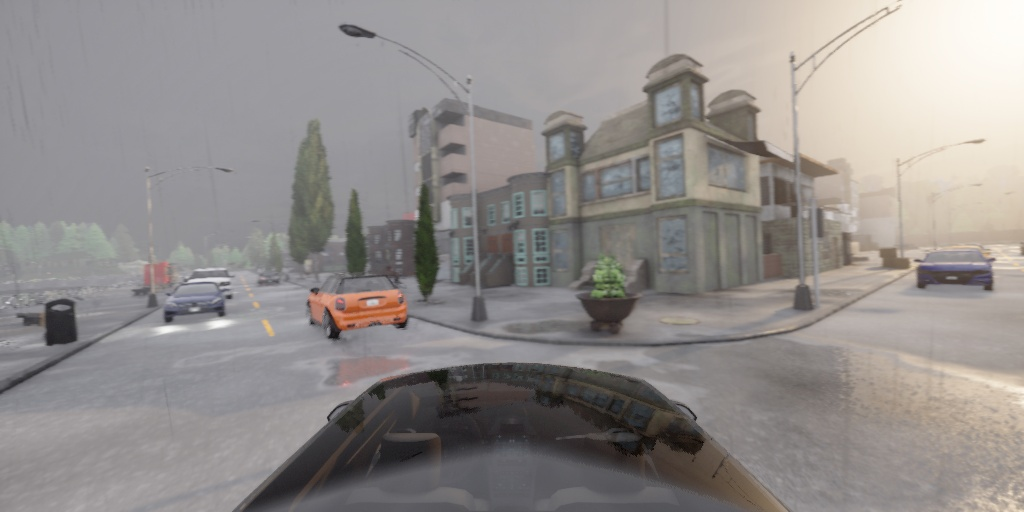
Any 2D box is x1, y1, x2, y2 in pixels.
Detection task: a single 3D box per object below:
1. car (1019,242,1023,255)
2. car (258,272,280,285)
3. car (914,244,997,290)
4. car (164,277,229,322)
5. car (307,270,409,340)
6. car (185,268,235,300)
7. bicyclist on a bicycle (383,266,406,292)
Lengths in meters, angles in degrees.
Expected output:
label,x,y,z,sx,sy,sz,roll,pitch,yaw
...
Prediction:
label,x,y,z,sx,sy,sz,roll,pitch,yaw
car,50.868,-1.017,34.590,4.553,1.767,2.097,-2,0,-38
car,-27.969,2.546,41.193,1.895,1.301,4.718,-2,0,-37
car,18.287,0.466,14.833,5.008,1.535,1.882,-2,0,-37
car,-13.666,1.857,15.646,1.812,1.442,4.674,-2,0,-38
car,-4.977,1.315,11.218,2.097,1.767,4.553,-2,0,-37
car,-19.625,1.807,23.399,2.150,2.045,5.566,-2,0,-38
bicyclist on a bicycle,-6.895,1.398,20.598,1.656,1.620,0.582,-3,0,-38
